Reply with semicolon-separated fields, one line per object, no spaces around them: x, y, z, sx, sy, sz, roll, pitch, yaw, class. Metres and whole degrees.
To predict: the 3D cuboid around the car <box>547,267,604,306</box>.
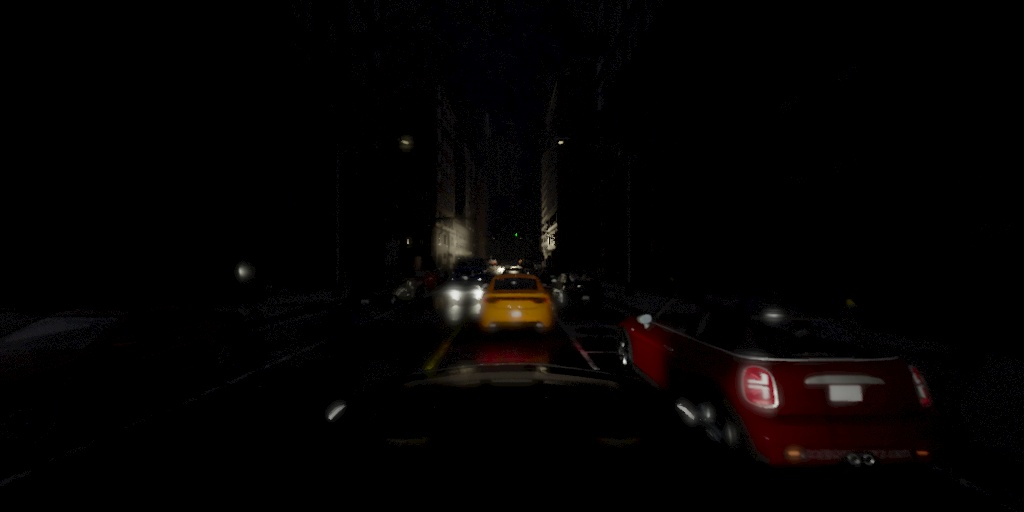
2.862;1.395;16.001;2.007;1.370;4.403;0;0;0;car

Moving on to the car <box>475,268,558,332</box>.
0.101;1.290;11.164;1.882;1.535;5.008;0;-1;0;car

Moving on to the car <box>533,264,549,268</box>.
2.866;1.484;27.003;1.948;1.339;4.313;0;0;0;car

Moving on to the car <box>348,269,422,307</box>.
-5.663;1.410;16.005;1.948;1.339;4.313;0;0;0;car

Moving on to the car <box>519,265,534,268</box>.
0.106;1.448;21.914;1.994;1.385;4.181;0;0;0;car

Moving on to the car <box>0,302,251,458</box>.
-5.668;1.353;5.003;1.802;1.307;4.207;0;0;0;car

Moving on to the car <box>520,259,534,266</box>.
2.916;1.640;64.091;1.967;1.591;4.097;0;0;0;car

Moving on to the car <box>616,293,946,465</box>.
2.858;1.211;4.999;1.967;1.591;4.097;0;0;0;car

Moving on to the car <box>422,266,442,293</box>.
-5.662;1.463;21.506;1.802;1.307;4.207;0;0;0;car

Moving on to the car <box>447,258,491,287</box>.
-3.008;1.139;26.258;2.150;2.045;5.566;0;-1;0;car

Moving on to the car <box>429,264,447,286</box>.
-5.659;1.358;27.007;1.967;1.591;4.097;0;0;0;car
